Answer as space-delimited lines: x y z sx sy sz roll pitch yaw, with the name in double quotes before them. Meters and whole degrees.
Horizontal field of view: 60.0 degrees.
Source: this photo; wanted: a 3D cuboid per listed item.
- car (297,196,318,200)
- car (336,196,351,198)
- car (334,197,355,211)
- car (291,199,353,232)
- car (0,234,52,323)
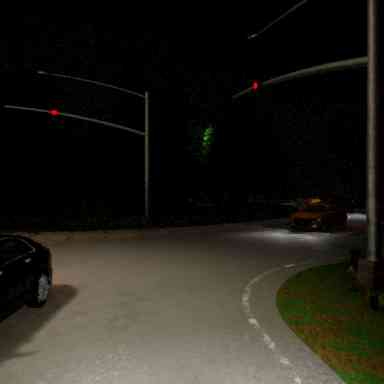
"car" 19.596 1.451 56.078 1.882 1.535 5.008 0 0 -16
"car" 20.758 1.325 46.367 2.097 1.767 4.553 0 0 3
"car" 15.998 1.574 36.091 1.895 1.301 4.718 0 0 10
"car" 7.884 1.451 20.441 1.882 1.535 5.008 0 1 44
"car" -3.827 1.503 5.144 1.837 1.490 4.892 -2 0 -1
